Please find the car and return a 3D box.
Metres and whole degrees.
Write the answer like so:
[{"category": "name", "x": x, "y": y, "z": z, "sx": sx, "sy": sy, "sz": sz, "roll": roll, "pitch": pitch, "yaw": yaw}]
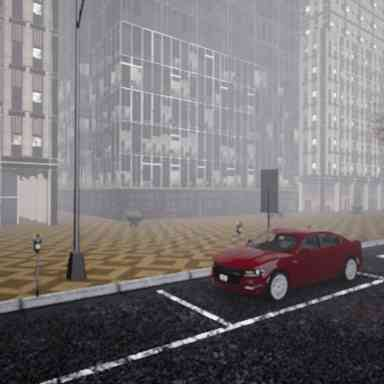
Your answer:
[{"category": "car", "x": 2.496, "y": 1.583, "z": 8.356, "sx": 4.507, "sy": 1.381, "sz": 1.887, "roll": 0, "pitch": 0, "yaw": -36}]
